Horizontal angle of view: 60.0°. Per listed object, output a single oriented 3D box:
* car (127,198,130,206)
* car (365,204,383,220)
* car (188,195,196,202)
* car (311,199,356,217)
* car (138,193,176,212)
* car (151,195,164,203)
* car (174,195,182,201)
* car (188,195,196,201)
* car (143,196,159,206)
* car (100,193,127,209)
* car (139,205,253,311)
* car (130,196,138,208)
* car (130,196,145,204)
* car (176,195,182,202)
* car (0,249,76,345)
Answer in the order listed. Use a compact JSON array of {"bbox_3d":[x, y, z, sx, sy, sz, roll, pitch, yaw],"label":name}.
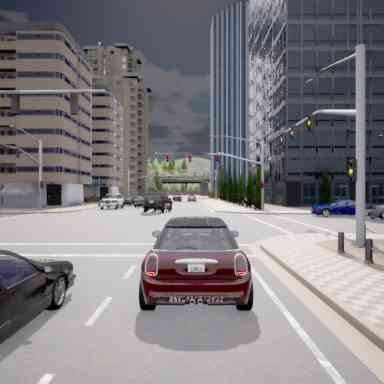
[{"bbox_3d":[-10.594,1.601,54.201,1.895,1.301,4.718,0,0,0],"label":"car"},{"bbox_3d":[16.279,1.436,26.314,4.902,1.511,2.128,0,0,0],"label":"car"},{"bbox_3d":[-0.004,1.547,75.812,1.994,1.385,4.181,0,0,0],"label":"car"},{"bbox_3d":[13.292,1.422,29.837,5.008,1.535,1.882,0,0,1],"label":"car"},{"bbox_3d":[-3.665,1.198,36.076,2.150,2.045,5.566,1,-1,9],"label":"car"},{"bbox_3d":[-7.016,1.491,67.708,2.128,1.511,4.902,0,0,0],"label":"car"},{"bbox_3d":[-3.504,1.509,84.305,2.033,1.411,5.357,0,0,0],"label":"car"},{"bbox_3d":[-0.004,1.493,84.305,1.812,1.442,4.674,0,0,0],"label":"car"},{"bbox_3d":[-7.083,1.491,57.459,2.128,1.511,4.902,0,0,0],"label":"car"},{"bbox_3d":[-10.601,1.222,44.433,2.150,2.045,5.566,0,0,0],"label":"car"},{"bbox_3d":[0.082,1.352,7.940,2.097,1.767,4.553,0,0,0],"label":"car"},{"bbox_3d":[-7.101,1.547,47.946,2.033,1.411,5.357,0,0,0],"label":"car"},{"bbox_3d":[-10.542,1.491,64.578,2.128,1.511,4.902,0,0,1],"label":"car"},{"bbox_3d":[-3.503,1.470,74.695,1.882,1.535,5.008,0,0,0],"label":"car"},{"bbox_3d":[-3.434,1.547,4.742,2.033,1.411,5.357,0,0,0],"label":"car"}]
